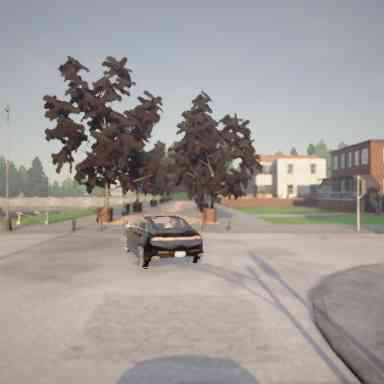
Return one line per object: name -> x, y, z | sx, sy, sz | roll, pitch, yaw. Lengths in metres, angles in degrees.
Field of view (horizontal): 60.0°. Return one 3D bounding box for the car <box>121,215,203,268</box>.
car -> -1.205, 1.552, 11.677 | 2.128, 1.511, 4.902 | 1, 0, -21
